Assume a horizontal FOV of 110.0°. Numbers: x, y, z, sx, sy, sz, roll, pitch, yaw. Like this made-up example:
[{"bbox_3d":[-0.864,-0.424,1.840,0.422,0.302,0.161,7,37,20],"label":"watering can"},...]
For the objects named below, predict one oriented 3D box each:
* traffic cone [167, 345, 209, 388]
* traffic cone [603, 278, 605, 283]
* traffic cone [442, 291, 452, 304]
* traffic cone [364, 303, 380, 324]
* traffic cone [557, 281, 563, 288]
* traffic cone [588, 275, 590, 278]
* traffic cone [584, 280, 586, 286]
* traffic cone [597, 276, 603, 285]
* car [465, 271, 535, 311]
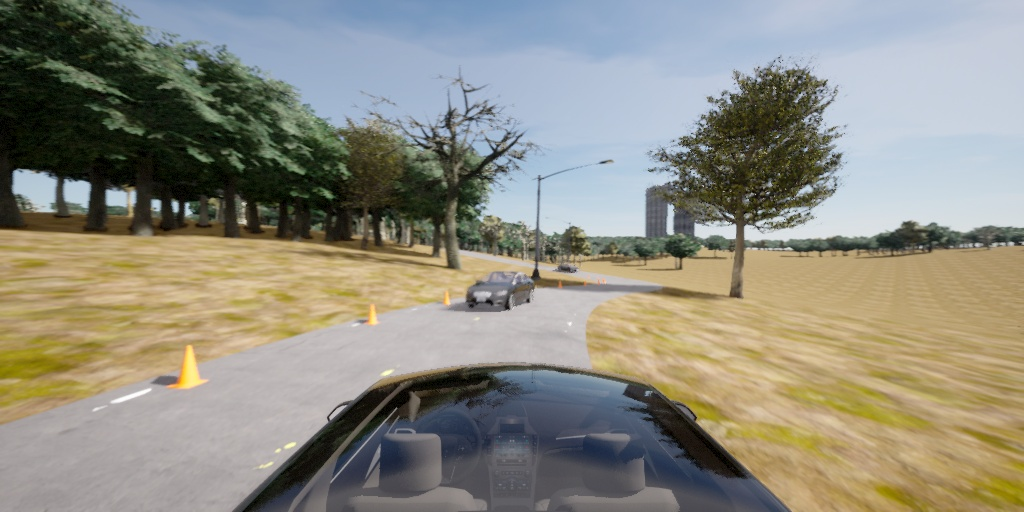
[{"bbox_3d":[-4.900,1.648,5.431,0.340,0.580,0.340,0,0,5],"label":"traffic cone"},{"bbox_3d":[10.854,2.910,42.269,0.340,0.580,0.340,0,0,17],"label":"traffic cone"},{"bbox_3d":[-2.884,1.817,15.783,0.340,0.580,0.340,0,0,17],"label":"traffic cone"},{"bbox_3d":[-4.162,1.708,10.660,0.340,0.580,0.340,0,0,11],"label":"traffic cone"},{"bbox_3d":[4.021,2.352,29.971,0.340,0.580,0.340,0,0,35],"label":"traffic cone"},{"bbox_3d":[11.984,3.173,55.945,0.340,0.580,0.340,0,0,-8],"label":"traffic cone"},{"bbox_3d":[6.925,2.547,33.962,0.340,0.580,0.340,0,0,34],"label":"traffic cone"},{"bbox_3d":[9.189,2.733,37.973,0.340,0.580,0.340,0,0,25],"label":"traffic cone"},{"bbox_3d":[-0.356,1.402,15.590,2.128,1.511,4.902,1,-1,19],"label":"car"}]
